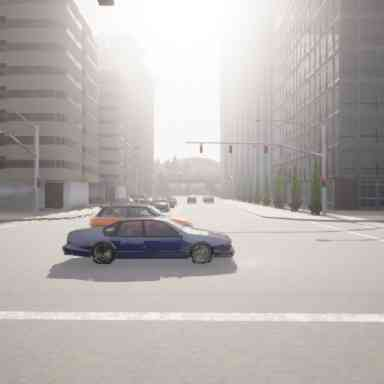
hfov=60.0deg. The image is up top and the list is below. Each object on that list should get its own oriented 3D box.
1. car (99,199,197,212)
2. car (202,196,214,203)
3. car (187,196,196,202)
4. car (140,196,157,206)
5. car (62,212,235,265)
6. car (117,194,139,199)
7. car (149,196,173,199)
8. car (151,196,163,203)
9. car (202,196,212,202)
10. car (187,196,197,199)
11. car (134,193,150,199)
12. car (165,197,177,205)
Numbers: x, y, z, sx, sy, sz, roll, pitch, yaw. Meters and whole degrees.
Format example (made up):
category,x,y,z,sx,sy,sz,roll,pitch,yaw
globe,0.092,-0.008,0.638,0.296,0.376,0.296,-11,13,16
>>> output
category,x,y,z,sx,sy,sz,roll,pitch,yaw
car,-2.115,1.325,14.424,4.553,1.767,2.097,0,0,0
car,3.452,1.503,67.500,1.837,1.490,4.892,0,0,0
car,-0.055,1.519,75.991,1.994,1.385,4.181,0,0,0
car,-7.128,1.490,54.493,2.128,1.511,4.902,0,0,0
car,-1.354,1.519,10.913,5.357,1.411,2.033,0,0,0
car,-7.125,1.351,34.442,2.097,1.767,4.553,0,0,0
car,-3.628,1.503,38.940,1.837,1.490,4.892,0,0,0
car,-7.059,1.502,67.973,1.837,1.490,4.892,0,0,0
car,3.445,1.526,76.167,1.994,1.385,4.181,0,0,0
car,-0.048,1.476,66.664,1.882,1.535,5.008,0,0,0
car,-7.129,1.220,44.031,2.150,2.045,5.566,0,0,0
car,-3.621,1.599,57.913,1.895,1.301,4.718,0,0,0
